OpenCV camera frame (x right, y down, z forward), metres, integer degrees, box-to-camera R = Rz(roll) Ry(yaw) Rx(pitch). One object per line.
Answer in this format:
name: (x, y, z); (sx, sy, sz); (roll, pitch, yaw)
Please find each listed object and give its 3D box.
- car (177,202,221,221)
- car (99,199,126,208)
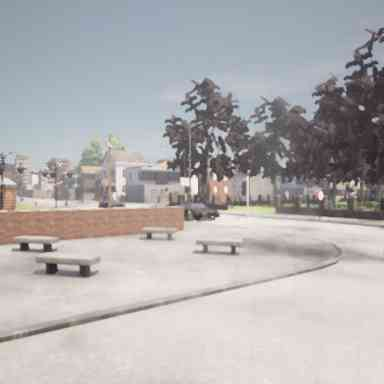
car: (0.074, 1.582, 28.000); (2.033, 1.411, 5.357); (0, 0, -36)
car: (-10.309, 1.584, 42.681); (2.033, 1.411, 5.357); (0, 0, -36)
